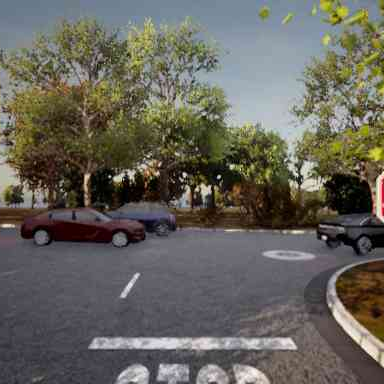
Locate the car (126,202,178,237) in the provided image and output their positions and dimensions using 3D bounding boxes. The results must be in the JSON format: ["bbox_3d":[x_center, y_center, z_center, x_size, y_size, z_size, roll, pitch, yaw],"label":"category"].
[{"bbox_3d":[-3.019,1.307,17.302,4.553,1.767,2.097,1,0,0],"label":"car"}]

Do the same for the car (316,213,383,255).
[{"bbox_3d":[7.457,1.623,13.455,4.902,1.511,2.128,2,-1,-15],"label":"car"}]

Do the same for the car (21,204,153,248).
[{"bbox_3d":[-4.389,1.390,13.845,5.008,1.535,1.882,2,0,0],"label":"car"}]
